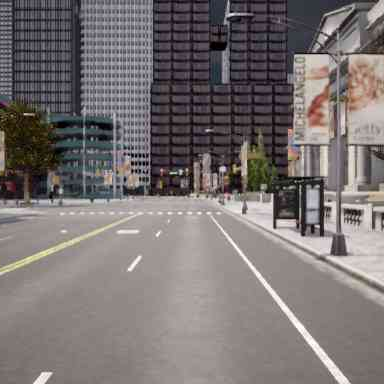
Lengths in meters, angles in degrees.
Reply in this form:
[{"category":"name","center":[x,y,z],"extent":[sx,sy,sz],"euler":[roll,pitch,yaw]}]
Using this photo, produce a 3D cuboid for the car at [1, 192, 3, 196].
[{"category":"car","center":[-49.531,1.282,81.377],"extent":[4.674,1.452,2.002],"euler":[0,0,0]}]
